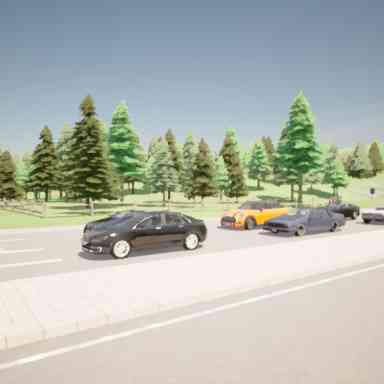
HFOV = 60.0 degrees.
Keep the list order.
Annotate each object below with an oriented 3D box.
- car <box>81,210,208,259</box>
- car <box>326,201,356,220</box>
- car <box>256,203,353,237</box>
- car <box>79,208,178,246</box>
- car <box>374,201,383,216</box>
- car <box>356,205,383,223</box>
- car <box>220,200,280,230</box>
[{"bbox_3d":[-1.655,1.500,12.620,4.892,1.490,1.837,0,0,-35],"label":"car"},{"bbox_3d":[11.192,1.472,25.993,4.902,1.511,2.128,0,0,-35],"label":"car"},{"bbox_3d":[6.288,1.535,18.254,5.357,1.411,2.033,0,0,-35],"label":"car"},{"bbox_3d":[-2.996,1.559,15.946,4.181,1.385,1.994,0,0,-34],"label":"car"},{"bbox_3d":[19.508,1.573,31.801,4.718,1.301,1.895,0,0,-35],"label":"car"},{"bbox_3d":[14.117,1.580,23.783,4.718,1.301,1.895,0,0,-35],"label":"car"},{"bbox_3d":[3.939,1.340,20.873,4.553,1.767,2.097,0,0,-35],"label":"car"}]
